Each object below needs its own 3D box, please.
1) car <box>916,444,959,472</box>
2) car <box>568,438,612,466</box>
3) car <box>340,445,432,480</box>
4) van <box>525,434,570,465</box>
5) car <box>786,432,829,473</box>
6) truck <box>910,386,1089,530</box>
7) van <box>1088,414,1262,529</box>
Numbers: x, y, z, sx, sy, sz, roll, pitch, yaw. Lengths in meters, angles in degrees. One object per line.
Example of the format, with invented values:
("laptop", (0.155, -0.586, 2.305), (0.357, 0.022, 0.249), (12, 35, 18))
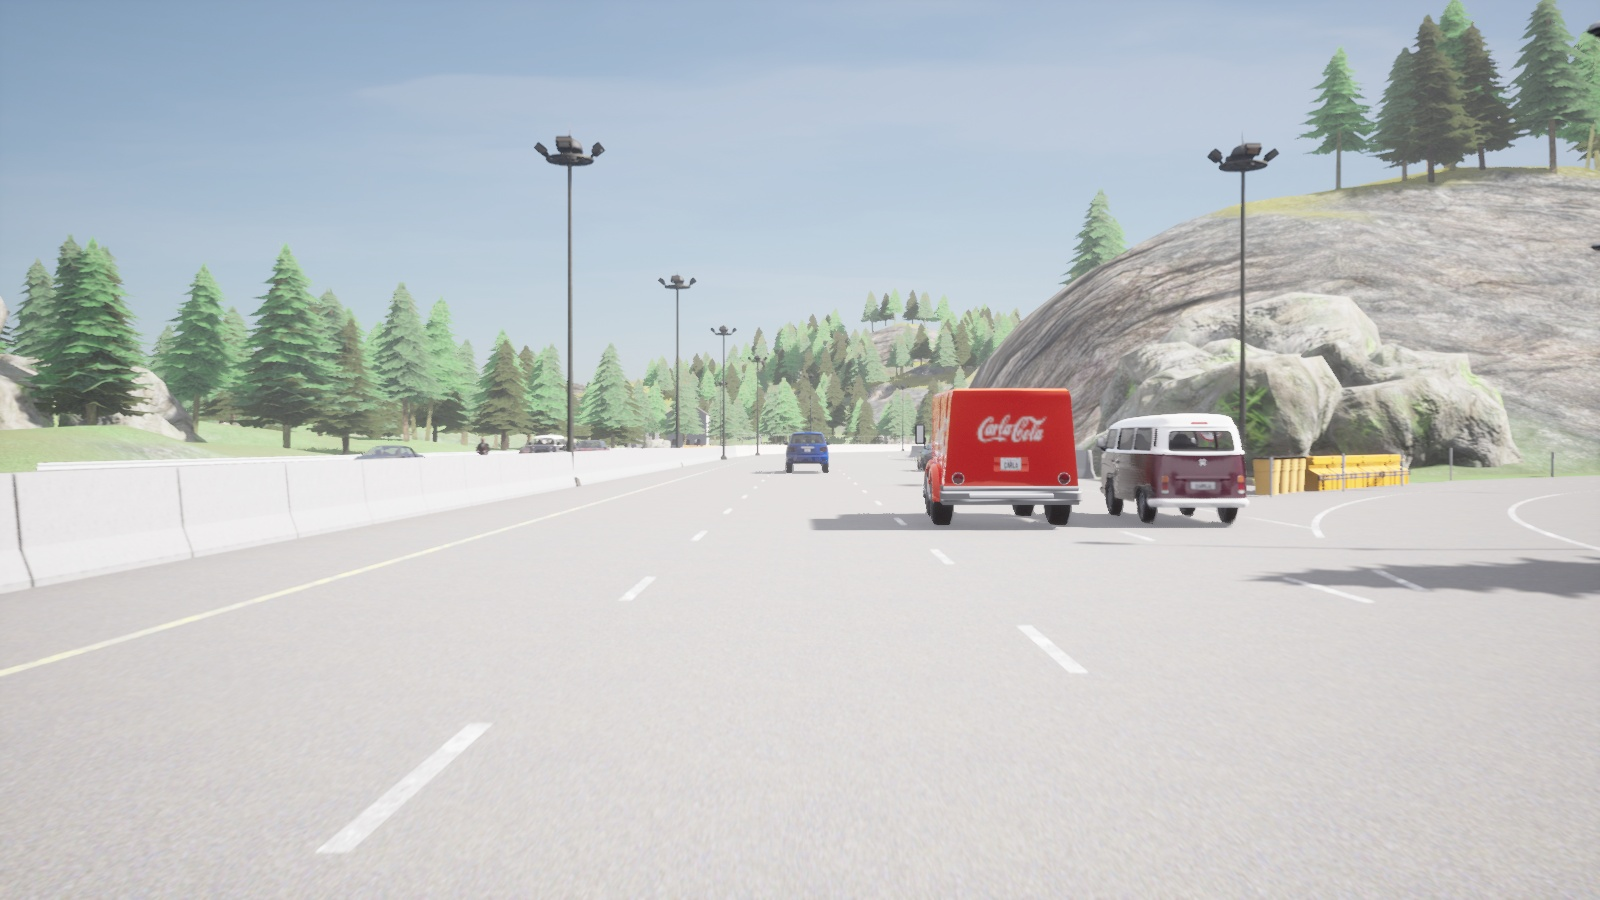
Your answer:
("car", (7.402, 0.396, 68.020), (1.812, 1.442, 4.674), (0, 0, 0))
("car", (-13.524, 0.138, 81.079), (2.097, 1.767, 4.553), (0, 0, 0))
("car", (-17.187, 0.485, 52.408), (2.033, 1.411, 5.357), (0, 0, 0))
("van", (-17.003, -0.021, 84.797), (2.069, 2.038, 4.480), (0, 0, 0))
("car", (0.384, 0.101, 64.918), (2.150, 2.045, 5.566), (0, 0, 0))
("truck", (3.653, 0.126, 24.166), (2.627, 2.467, 5.204), (0, 0, 0))
("van", (7.155, 0.342, 24.471), (2.069, 2.038, 4.480), (0, 1, 0))
